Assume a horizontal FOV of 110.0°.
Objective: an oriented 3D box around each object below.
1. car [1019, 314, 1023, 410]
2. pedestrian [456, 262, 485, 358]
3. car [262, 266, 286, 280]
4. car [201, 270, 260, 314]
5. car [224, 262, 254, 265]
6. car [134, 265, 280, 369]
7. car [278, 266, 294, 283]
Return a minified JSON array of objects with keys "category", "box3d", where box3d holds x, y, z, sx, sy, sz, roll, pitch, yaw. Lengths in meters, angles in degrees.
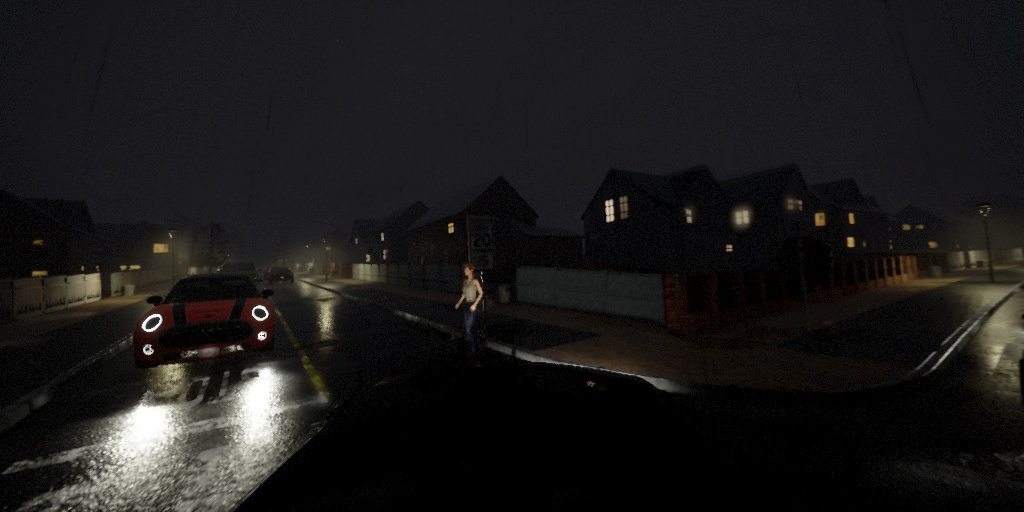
[{"category":"car","box3d":[7.419,1.077,4.003,4.181,1.385,1.994,-2,-3,-34]},{"category":"pedestrian","box3d":[-0.787,0.998,6.952,0.375,1.860,0.375,2,-5,-36]},{"category":"car","box3d":[-28.477,1.977,42.838,2.128,1.511,4.902,-1,0,-36]},{"category":"car","box3d":[-12.836,1.504,16.548,1.882,1.535,5.008,-1,0,-36]},{"category":"car","box3d":[-19.165,1.427,25.233,2.150,2.045,5.566,-1,0,-36]},{"category":"car","box3d":[-6.886,1.210,8.382,2.097,1.767,4.553,-1,0,-36]},{"category":"car","box3d":[-21.763,1.771,33.691,1.882,1.535,5.008,-1,0,-36]}]
